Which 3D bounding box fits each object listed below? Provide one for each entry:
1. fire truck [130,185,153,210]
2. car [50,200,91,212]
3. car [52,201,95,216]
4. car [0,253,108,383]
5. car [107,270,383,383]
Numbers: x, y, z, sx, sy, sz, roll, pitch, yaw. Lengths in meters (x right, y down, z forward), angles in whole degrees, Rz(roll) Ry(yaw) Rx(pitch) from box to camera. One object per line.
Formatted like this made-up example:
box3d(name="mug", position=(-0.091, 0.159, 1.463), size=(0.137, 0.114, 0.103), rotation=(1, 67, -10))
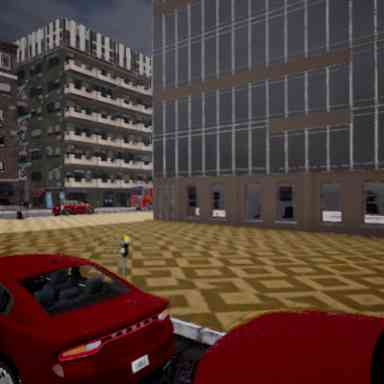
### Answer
box3d(name="fire truck", position=(-5.748, 0.824, 52.270), size=(2.891, 3.827, 8.468), rotation=(0, -1, 35))
box3d(name="car", position=(-15.548, 1.822, 42.938), size=(1.752, 1.417, 4.829), rotation=(-1, -2, 35))
box3d(name="car", position=(-11.894, 1.611, 33.680), size=(1.967, 1.590, 4.097), rotation=(-1, -2, 35))
box3d(name="car", position=(-2.318, 1.524, 4.540), size=(4.507, 1.381, 1.887), rotation=(0, 0, 36))
box3d(name="car", position=(2.208, 1.320, 1.310), size=(5.009, 1.841, 2.192), rotation=(0, 0, 36))
